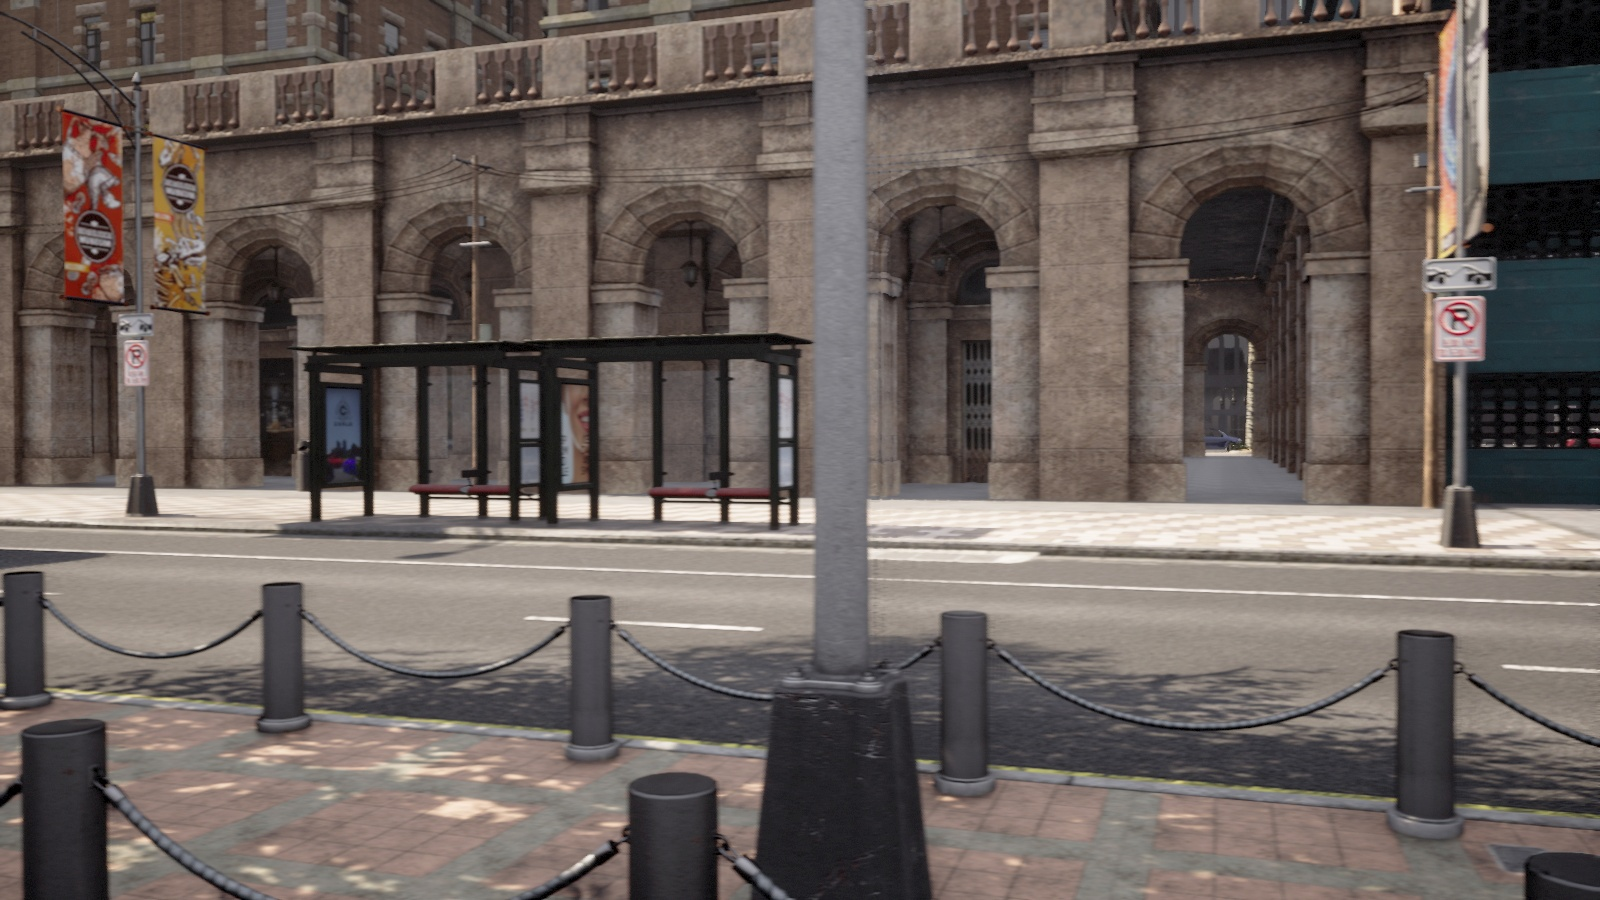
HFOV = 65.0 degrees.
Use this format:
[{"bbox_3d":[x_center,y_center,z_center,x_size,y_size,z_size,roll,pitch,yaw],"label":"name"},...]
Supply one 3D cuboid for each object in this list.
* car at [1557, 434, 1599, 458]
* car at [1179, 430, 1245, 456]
[{"bbox_3d":[48.933,-0.260,77.202,3.806,1.475,1.970,1,1,19],"label":"car"},{"bbox_3d":[26.560,-0.472,80.983,3.988,1.617,1.851,1,1,18],"label":"car"}]
